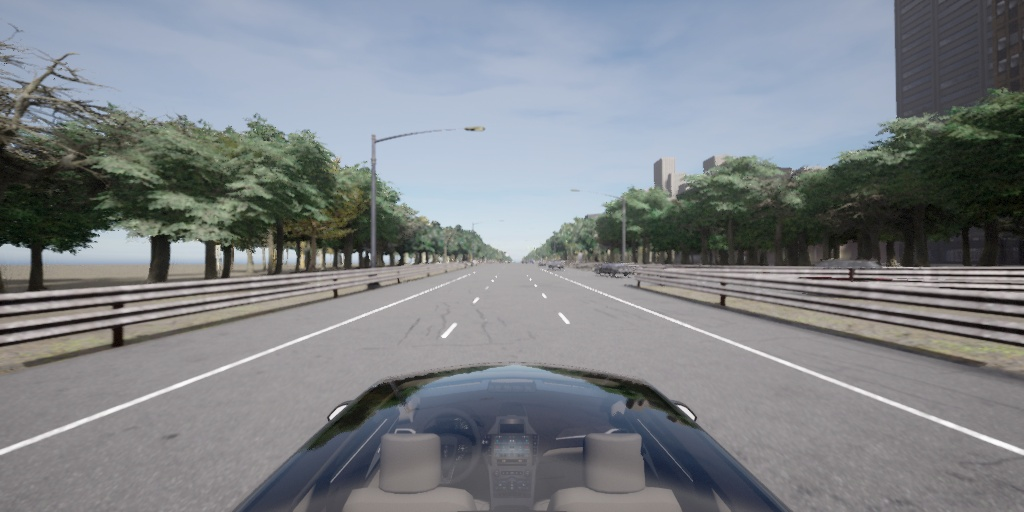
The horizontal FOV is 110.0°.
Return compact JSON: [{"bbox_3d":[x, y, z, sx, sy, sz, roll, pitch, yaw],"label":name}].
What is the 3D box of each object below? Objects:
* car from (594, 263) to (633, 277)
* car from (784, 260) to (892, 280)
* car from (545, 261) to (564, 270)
[{"bbox_3d":[11.037,1.460,39.360,2.033,1.411,5.357,0,0,-17],"label":"car"},{"bbox_3d":[18.437,1.032,20.593,2.097,1.767,4.553,1,-2,-29],"label":"car"},{"bbox_3d":[7.335,1.543,59.934,1.994,1.385,4.181,0,0,-6],"label":"car"}]
